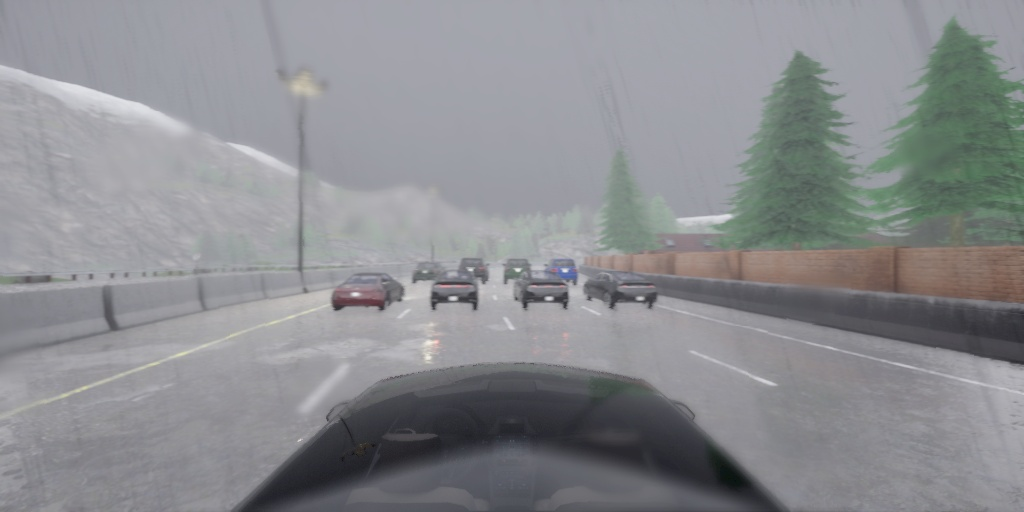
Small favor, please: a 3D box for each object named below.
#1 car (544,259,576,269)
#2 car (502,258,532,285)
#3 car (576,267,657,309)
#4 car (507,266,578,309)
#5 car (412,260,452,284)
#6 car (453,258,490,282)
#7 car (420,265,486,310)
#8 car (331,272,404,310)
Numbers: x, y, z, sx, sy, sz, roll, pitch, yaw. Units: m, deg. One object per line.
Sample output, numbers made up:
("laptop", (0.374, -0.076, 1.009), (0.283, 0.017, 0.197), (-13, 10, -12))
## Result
("car", (3.918, 1.230, 29.197), (2.150, 2.045, 5.566), (1, 0, 0))
("car", (0.419, 1.194, 29.172), (2.150, 2.045, 5.566), (1, 0, 0))
("car", (4.631, 1.406, 15.985), (2.128, 1.511, 4.902), (1, 0, -5))
("car", (1.148, 1.367, 15.630), (2.128, 1.511, 4.902), (1, 0, -5))
("car", (-6.578, 1.256, 29.188), (2.097, 1.767, 4.553), (1, -1, 0))
("car", (-3.081, 1.158, 29.147), (2.150, 2.045, 5.566), (1, 0, 0))
("car", (-2.333, 1.329, 15.280), (2.128, 1.511, 4.902), (1, 0, -5))
("car", (-5.814, 1.362, 14.897), (1.994, 1.385, 4.181), (1, 0, -5))
